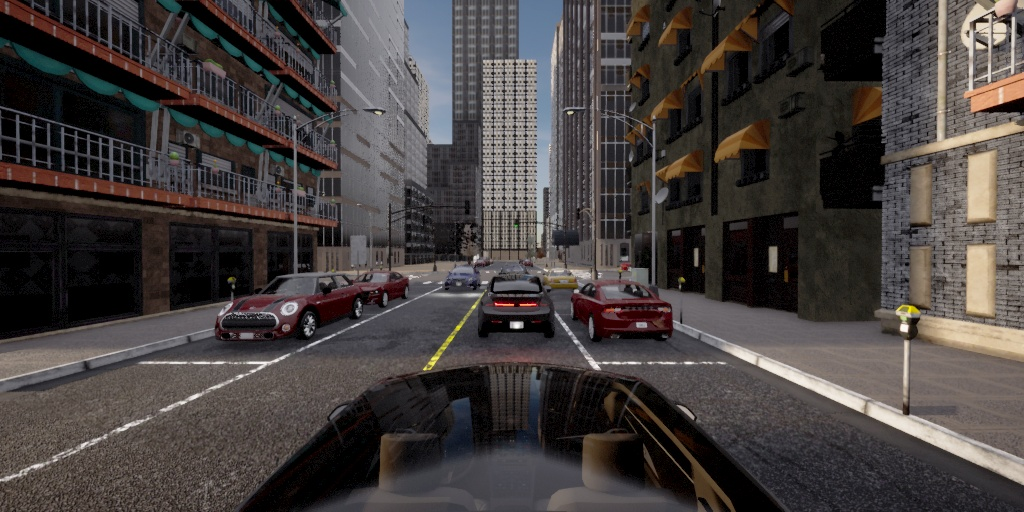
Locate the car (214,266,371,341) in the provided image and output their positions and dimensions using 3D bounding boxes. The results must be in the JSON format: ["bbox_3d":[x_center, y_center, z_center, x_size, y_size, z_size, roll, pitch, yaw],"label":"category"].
[{"bbox_3d":[-5.686,1.189,9.682,1.967,1.591,4.097,0,0,0],"label":"car"}]

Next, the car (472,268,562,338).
[{"bbox_3d":[0.106,1.254,10.212,1.837,1.490,4.892,0,0,0],"label":"car"}]

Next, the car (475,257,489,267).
[{"bbox_3d":[-5.644,1.292,64.242,1.888,1.381,4.507,0,0,0],"label":"car"}]

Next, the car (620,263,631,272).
[{"bbox_3d":[14.291,1.006,39.842,4.507,1.381,1.888,0,0,0],"label":"car"}]

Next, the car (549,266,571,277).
[{"bbox_3d":[2.703,1.273,20.878,1.751,1.417,4.829,0,0,0],"label":"car"}]

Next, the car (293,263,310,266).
[{"bbox_3d":[-23.806,1.495,39.550,4.097,1.591,1.967,0,0,0],"label":"car"}]

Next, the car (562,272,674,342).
[{"bbox_3d":[2.695,1.294,9.661,1.888,1.381,4.507,0,0,0],"label":"car"}]

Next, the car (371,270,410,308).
[{"bbox_3d":[-5.682,1.293,15.205,1.888,1.381,4.507,0,0,0],"label":"car"}]

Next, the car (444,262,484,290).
[{"bbox_3d":[-2.984,1.309,22.448,1.812,1.442,4.674,0,0,0],"label":"car"}]

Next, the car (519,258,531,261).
[{"bbox_3d":[2.736,1.187,64.234,1.967,1.591,4.097,0,0,0],"label":"car"}]

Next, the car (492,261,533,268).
[{"bbox_3d":[0.113,1.240,20.533,2.128,1.511,4.902,0,0,0],"label":"car"}]
